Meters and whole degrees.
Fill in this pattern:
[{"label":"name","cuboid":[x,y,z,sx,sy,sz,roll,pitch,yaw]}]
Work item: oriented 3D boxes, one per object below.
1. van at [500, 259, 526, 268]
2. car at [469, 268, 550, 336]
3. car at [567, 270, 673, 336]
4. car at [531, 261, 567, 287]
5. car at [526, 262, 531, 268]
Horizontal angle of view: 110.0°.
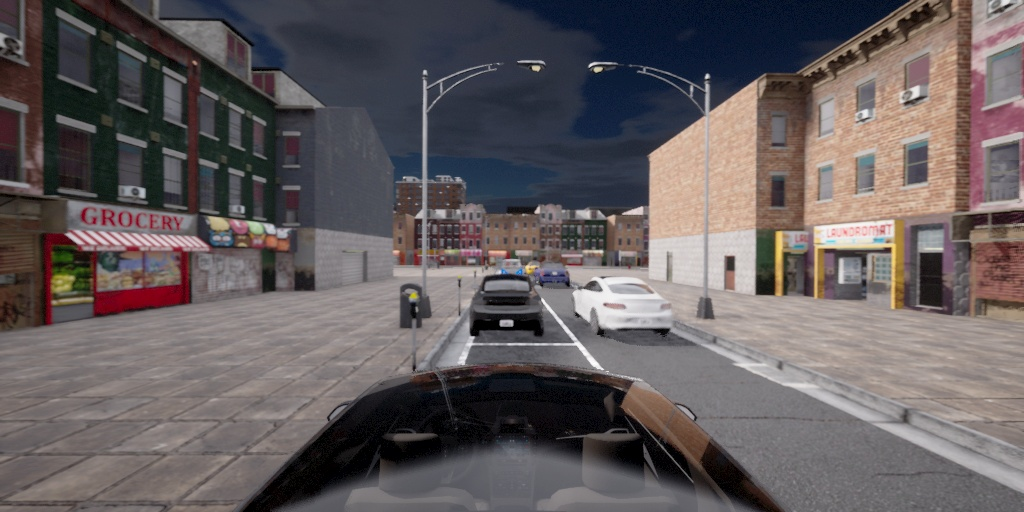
[{"label":"van","cuboid":[-0.035,1.143,27.320,1.690,1.789,3.998,0,0,-1]},{"label":"car","cuboid":[-0.155,1.269,10.471,1.837,1.490,4.892,0,0,-1]},{"label":"car","cuboid":[2.971,1.307,10.401,1.812,1.442,4.674,0,0,-1]},{"label":"car","cuboid":[2.739,1.165,25.377,2.097,1.767,4.553,0,0,-1]},{"label":"car","cuboid":[2.429,1.302,39.129,1.801,1.575,5.366,0,0,-1]}]
